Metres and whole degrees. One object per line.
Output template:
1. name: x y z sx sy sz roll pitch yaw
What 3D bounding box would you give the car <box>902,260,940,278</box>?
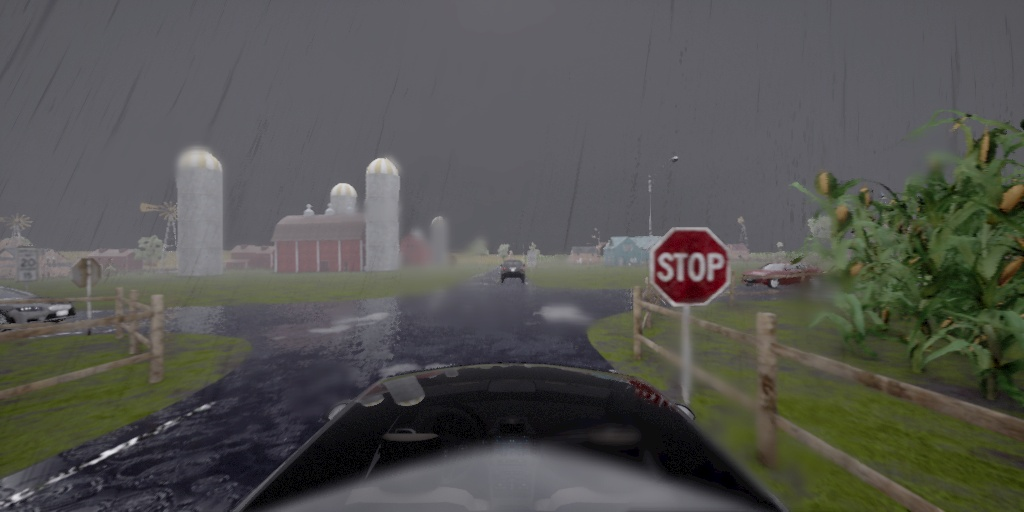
1. car: 30.218 0.595 25.420 5.566 2.045 2.150 -2 1 -15

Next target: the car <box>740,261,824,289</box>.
1. car: 16.478 1.091 21.936 5.008 1.535 1.882 -1 0 -14

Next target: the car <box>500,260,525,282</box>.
1. car: 0.083 1.395 34.294 2.150 2.045 5.566 0 -1 0

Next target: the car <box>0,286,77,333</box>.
1. car: -17.966 1.749 12.005 4.902 1.511 2.128 -1 0 -9
